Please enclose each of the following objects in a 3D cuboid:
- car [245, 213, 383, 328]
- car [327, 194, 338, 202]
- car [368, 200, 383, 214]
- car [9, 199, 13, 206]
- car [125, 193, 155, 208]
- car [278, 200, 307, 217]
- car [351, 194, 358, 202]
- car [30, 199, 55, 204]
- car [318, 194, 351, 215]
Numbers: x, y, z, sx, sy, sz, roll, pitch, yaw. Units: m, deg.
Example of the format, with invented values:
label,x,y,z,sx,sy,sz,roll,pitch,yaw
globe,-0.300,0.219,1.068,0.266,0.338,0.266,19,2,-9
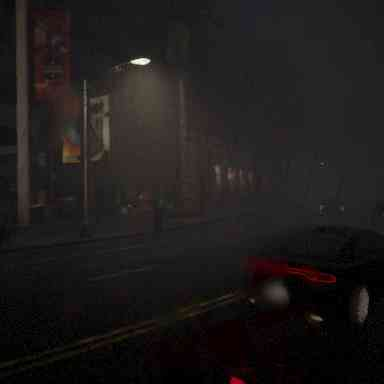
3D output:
label,x,y,z,sx,sy,sz,roll,pitch,yaw
car,3.139,1.453,7.126,1.882,1.535,5.008,0,0,45
car,28.546,1.228,67.523,1.812,1.442,4.674,-1,0,27
car,14.950,1.375,25.892,1.837,1.490,4.892,0,0,28
car,-33.998,1.753,58.551,2.161,1.482,4.786,-1,0,27
car,-7.109,1.112,45.028,2.435,2.045,5.566,-1,0,27
car,9.475,1.470,30.906,2.033,1.411,5.357,-1,0,27
car,31.463,1.215,65.544,1.812,1.442,4.674,-1,0,27
car,-23.899,1.706,52.828,1.895,1.301,4.718,-1,0,27
car,11.945,1.251,28.065,2.097,1.767,4.553,-1,0,27
